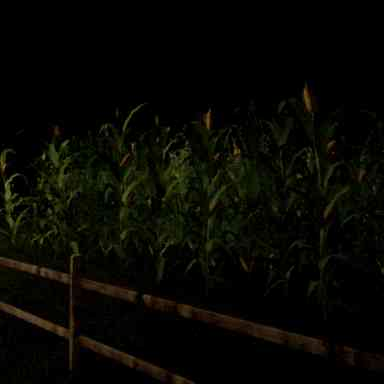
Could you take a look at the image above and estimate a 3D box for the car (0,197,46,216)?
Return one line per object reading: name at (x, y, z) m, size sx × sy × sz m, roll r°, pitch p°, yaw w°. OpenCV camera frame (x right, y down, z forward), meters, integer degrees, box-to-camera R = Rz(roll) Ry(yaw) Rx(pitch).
car at (-12.612, 1.022, 24.696) m, size 1.895 × 1.301 × 4.718 m, roll 1°, pitch 2°, yaw 38°
